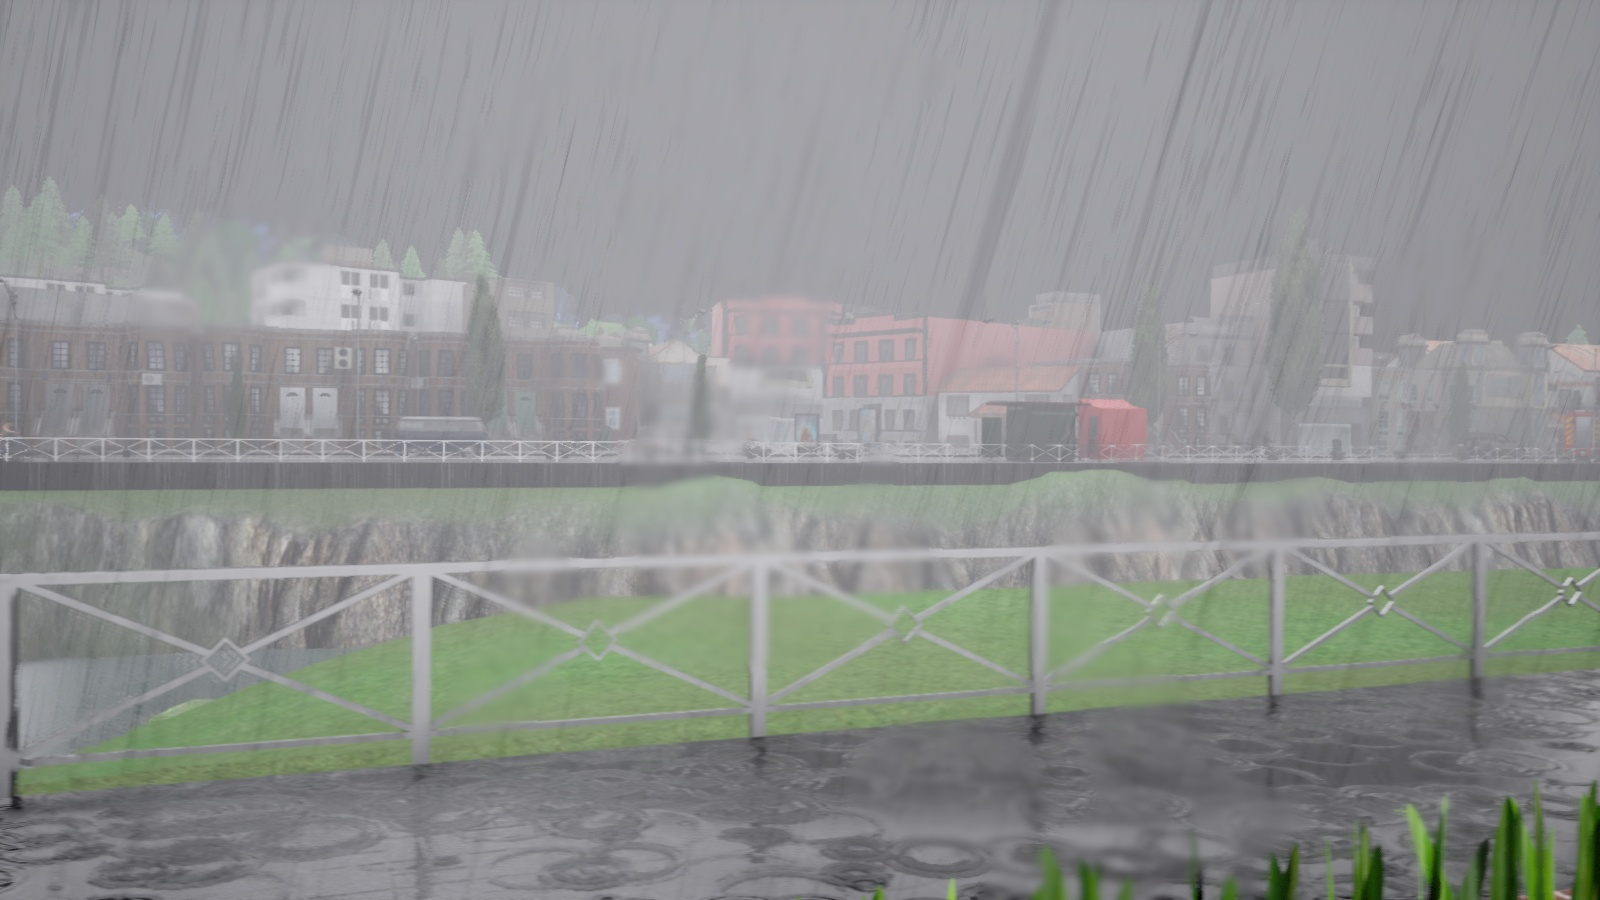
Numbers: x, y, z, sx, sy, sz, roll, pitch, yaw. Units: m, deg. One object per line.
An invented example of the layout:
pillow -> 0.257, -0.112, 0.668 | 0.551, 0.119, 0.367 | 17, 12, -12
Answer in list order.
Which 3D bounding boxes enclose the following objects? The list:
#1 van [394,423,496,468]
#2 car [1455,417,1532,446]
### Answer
van -> -16.705, -0.231, 59.136 | 4.442, 1.987, 1.775 | -1, 1, -21
car -> 45.757, -1.233, 82.878 | 4.605, 1.855, 1.932 | 0, 1, -21
